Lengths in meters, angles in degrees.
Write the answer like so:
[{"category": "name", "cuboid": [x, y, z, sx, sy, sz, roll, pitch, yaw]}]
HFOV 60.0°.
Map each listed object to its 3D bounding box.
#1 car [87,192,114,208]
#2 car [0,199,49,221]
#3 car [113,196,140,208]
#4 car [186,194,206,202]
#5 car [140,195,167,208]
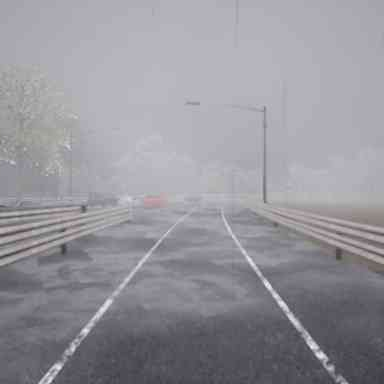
[{"category": "car", "cuboid": [-11.863, 1.041, 44.584, 2.150, 2.045, 5.566, 0, 0, 12]}, {"category": "car", "cuboid": [-12.384, 1.272, 24.343, 2.128, 1.511, 4.902, 0, 0, 11]}, {"category": "car", "cuboid": [-8.318, 1.345, 44.320, 1.812, 1.442, 4.674, 0, 0, 12]}, {"category": "car", "cuboid": [0.872, 1.357, 68.317, 2.128, 1.511, 4.902, 0, 0, 14]}, {"category": "car", "cuboid": [-4.810, 1.170, 44.045, 2.097, 1.767, 4.553, 0, 0, 12]}]
